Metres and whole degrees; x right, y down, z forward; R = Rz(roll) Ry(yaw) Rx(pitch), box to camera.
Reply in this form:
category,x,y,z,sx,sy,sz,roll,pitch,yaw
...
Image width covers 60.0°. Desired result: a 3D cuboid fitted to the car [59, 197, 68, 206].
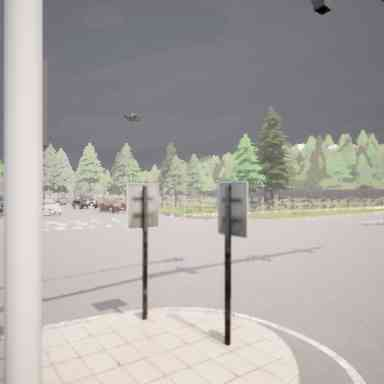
category,x,y,z,sx,sy,sz,roll,pitch,yaw
car,-20.556,1.552,53.034,2.033,1.411,5.357,0,0,-35

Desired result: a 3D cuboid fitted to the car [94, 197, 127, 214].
category,x,y,z,sx,sy,sz,roll,pitch,yaw
car,-8.653,1.488,36.485,1.882,1.535,5.008,0,0,-36

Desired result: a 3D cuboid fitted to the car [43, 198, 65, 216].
category,x,y,z,sx,sy,sz,roll,pitch,yaw
car,-13.985,1.526,31.943,1.812,1.442,4.674,0,0,-36

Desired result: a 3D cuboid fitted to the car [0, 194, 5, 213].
category,x,y,z,sx,sy,sz,roll,pitch,yaw
car,-17.846,1.217,31.297,2.150,2.045,5.566,0,0,-36

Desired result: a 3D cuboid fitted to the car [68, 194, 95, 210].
category,x,y,z,sx,sy,sz,roll,pitch,yaw
car,-14.325,1.229,44.347,2.150,2.045,5.566,0,0,-36
